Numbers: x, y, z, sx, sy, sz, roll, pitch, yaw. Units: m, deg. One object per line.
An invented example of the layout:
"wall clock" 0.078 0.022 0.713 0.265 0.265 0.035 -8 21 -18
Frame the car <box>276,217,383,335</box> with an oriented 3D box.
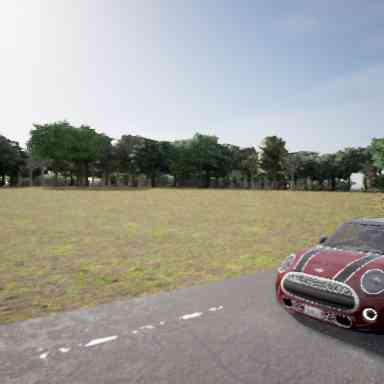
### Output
"car" 3.779 1.330 6.688 4.553 1.767 2.097 0 0 -36
